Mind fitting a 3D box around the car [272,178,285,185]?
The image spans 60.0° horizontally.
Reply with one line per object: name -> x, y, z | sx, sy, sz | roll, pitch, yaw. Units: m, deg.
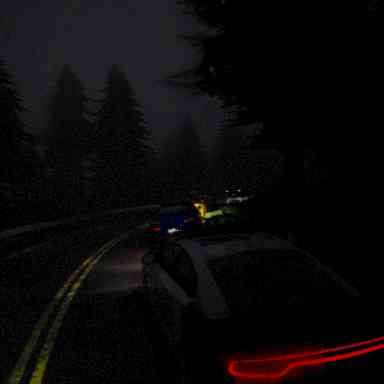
car -> 11.633, -1.009, 42.157 | 2.128, 1.511, 4.902 | -6, 1, 33

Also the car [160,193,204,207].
car -> -0.589, 1.063, 13.775 | 1.812, 1.442, 4.674 | -4, 2, 3

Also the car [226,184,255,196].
car -> 5.702, -0.179, 38.907 | 1.895, 1.301, 4.718 | -6, 1, 32

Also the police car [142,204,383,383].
police car -> 0.410, 1.246, 4.781 | 1.930, 1.638, 5.238 | -3, 2, -16

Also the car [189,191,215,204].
car -> 0.258, 0.713, 19.403 | 1.801, 1.575, 5.366 | -5, 2, 14
